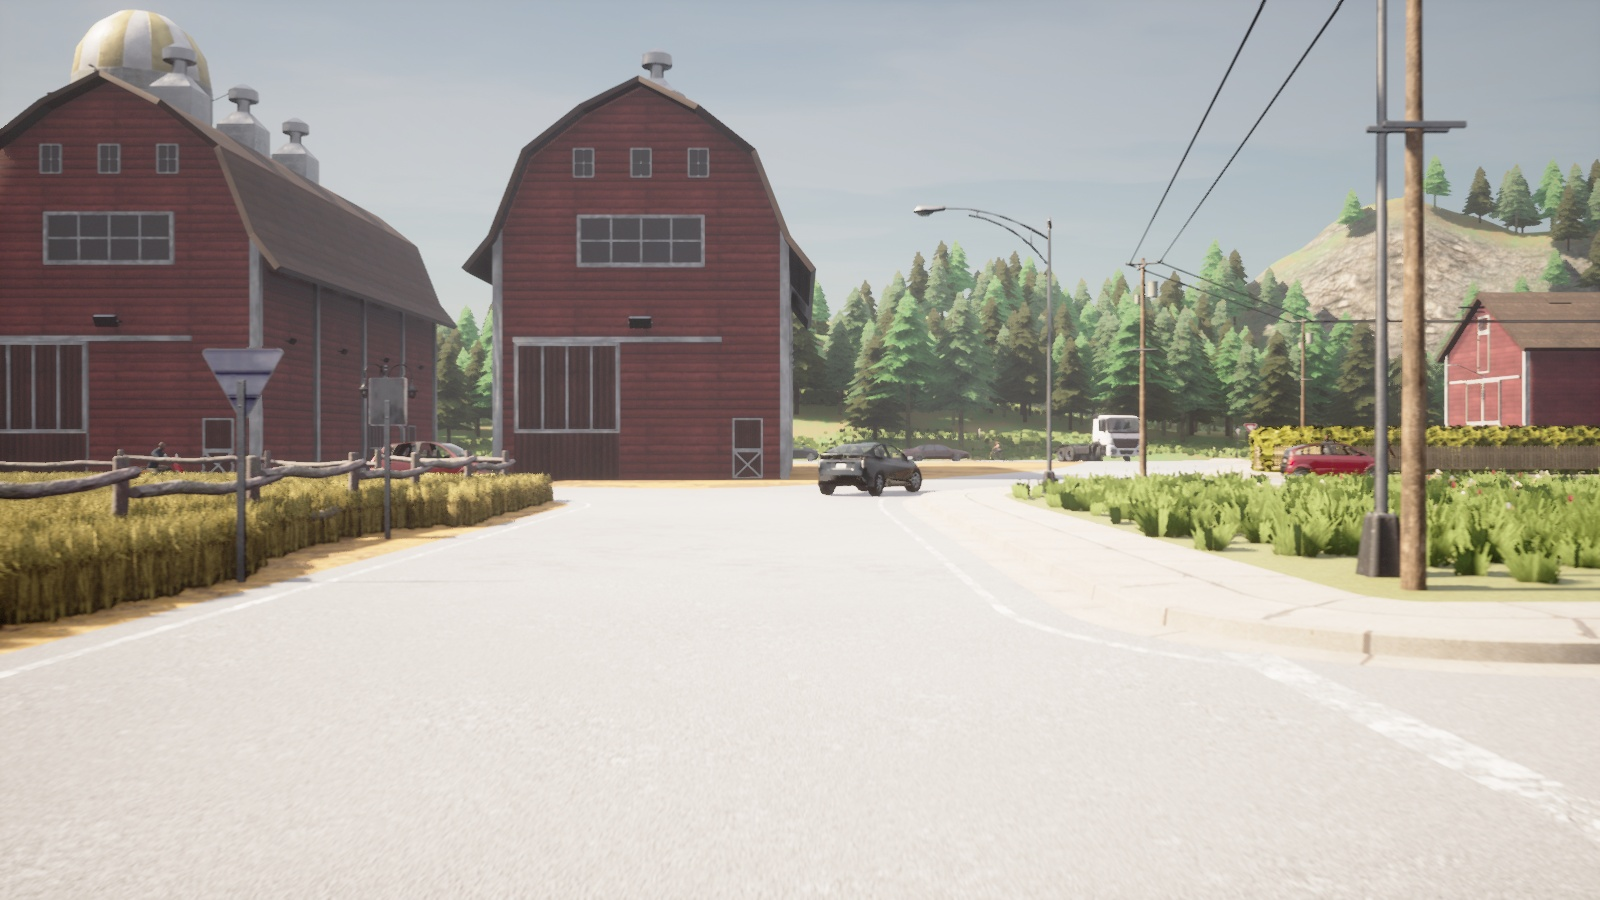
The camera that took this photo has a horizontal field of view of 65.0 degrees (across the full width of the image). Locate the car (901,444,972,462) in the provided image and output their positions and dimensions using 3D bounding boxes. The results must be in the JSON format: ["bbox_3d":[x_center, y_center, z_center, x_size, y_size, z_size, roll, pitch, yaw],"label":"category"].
[{"bbox_3d":[10.715,0.235,98.809,5.357,1.411,2.033,0,0,1],"label":"car"}]

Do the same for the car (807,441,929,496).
[{"bbox_3d":[2.096,0.508,37.343,2.007,1.525,4.514,0,0,26],"label":"car"}]

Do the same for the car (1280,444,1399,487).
[{"bbox_3d":[19.794,0.542,46.203,3.705,1.549,1.789,0,0,11],"label":"car"}]

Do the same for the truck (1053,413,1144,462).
[{"bbox_3d":[22.088,-0.819,93.487,2.891,3.462,7.936,0,-1,-18],"label":"truck"}]

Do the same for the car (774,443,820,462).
[{"bbox_3d":[-0.211,0.192,98.919,3.633,1.501,1.845,0,0,1],"label":"car"}]

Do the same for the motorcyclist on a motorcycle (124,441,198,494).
[{"bbox_3d":[-19.425,0.519,38.209,1.817,1.590,0.866,0,0,-3],"label":"motorcyclist on a motorcycle"}]

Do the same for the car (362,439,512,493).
[{"bbox_3d":[-11.007,0.471,38.211,3.988,1.617,1.851,0,0,6],"label":"car"}]
